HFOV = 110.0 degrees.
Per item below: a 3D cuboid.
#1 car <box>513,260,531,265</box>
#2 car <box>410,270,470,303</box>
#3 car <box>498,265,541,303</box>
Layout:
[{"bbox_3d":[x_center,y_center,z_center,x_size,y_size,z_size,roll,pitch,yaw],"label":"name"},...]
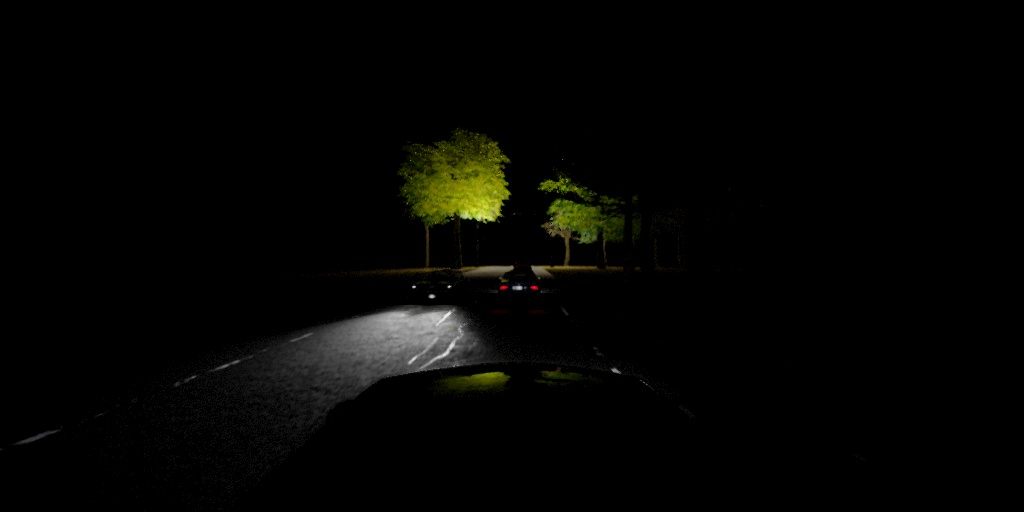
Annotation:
[{"bbox_3d":[1.126,1.228,39.495,1.882,1.535,5.008,0,0,2],"label":"car"},{"bbox_3d":[-3.235,1.353,16.854,1.895,1.301,4.718,0,0,1],"label":"car"},{"bbox_3d":[0.348,1.299,16.592,2.033,1.411,5.357,0,0,2],"label":"car"}]
